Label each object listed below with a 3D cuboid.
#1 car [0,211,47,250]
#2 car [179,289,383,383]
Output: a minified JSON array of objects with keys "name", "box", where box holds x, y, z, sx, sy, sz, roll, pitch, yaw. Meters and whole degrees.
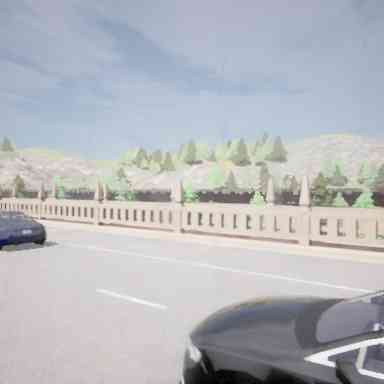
[{"name":"car","box":[-7.986,1.500,13.989,4.181,1.385,1.994,0,0,36]},{"name":"car","box":[2.132,1.494,2.470,4.902,1.511,2.128,0,0,36]}]
